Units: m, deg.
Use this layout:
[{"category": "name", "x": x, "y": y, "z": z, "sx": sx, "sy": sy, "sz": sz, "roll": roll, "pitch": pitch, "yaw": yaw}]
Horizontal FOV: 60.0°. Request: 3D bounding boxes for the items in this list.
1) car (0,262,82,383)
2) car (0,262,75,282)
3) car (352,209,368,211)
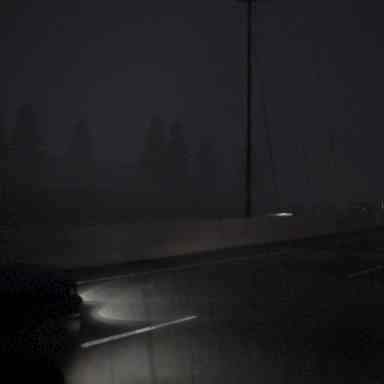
[{"category": "car", "x": -3.114, "y": 1.491, "z": 1.523, "sx": 4.892, "sy": 1.490, "sz": 1.837, "roll": 1, "pitch": 0, "yaw": -36}, {"category": "car", "x": -4.503, "y": 1.541, "z": 4.832, "sx": 5.357, "sy": 1.411, "sz": 2.033, "roll": 0, "pitch": 0, "yaw": -36}, {"category": "car", "x": 17.788, "y": 1.734, "z": 34.955, "sx": 1.882, "sy": 1.535, "sz": 5.008, "roll": 0, "pitch": -1, "yaw": 37}]
